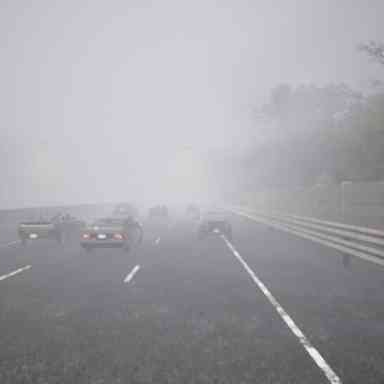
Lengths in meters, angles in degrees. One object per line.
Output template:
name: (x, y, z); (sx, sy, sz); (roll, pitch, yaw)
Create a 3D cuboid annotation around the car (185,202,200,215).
car: (0.052, 2.200, 43.764); (2.033, 1.411, 5.357); (0, -1, 1)

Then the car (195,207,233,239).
car: (1.226, 1.801, 18.865); (1.812, 1.442, 4.674); (0, -1, 0)

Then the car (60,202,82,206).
car: (-17.564, 2.350, 50.108); (1.895, 1.301, 4.718); (0, -1, 0)

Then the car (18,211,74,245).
car: (-6.900, 1.736, 16.919); (2.128, 1.511, 4.902); (0, -1, 0)

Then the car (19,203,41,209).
car: (-24.554, 2.321, 50.597); (1.994, 1.385, 4.181); (0, -1, 0)

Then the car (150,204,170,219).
car: (-3.399, 2.013, 35.163); (2.128, 1.511, 4.902); (0, -1, 0)

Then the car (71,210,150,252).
car: (-3.402, 1.764, 15.042); (2.033, 1.411, 5.357); (0, -1, 0)

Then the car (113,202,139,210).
car: (-6.901, 1.870, 34.917); (2.097, 1.767, 4.553); (0, -1, 0)

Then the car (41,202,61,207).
car: (-21.057, 2.277, 51.607); (1.837, 1.490, 4.892); (0, -1, 0)

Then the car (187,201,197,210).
car: (0.001, 2.409, 58.670); (1.812, 1.442, 4.674); (0, -1, 0)
